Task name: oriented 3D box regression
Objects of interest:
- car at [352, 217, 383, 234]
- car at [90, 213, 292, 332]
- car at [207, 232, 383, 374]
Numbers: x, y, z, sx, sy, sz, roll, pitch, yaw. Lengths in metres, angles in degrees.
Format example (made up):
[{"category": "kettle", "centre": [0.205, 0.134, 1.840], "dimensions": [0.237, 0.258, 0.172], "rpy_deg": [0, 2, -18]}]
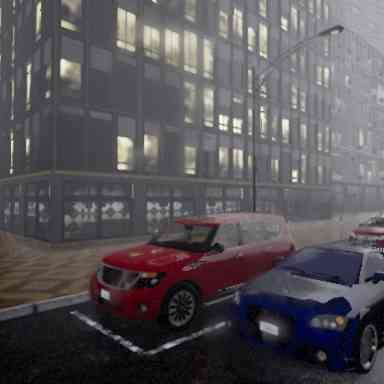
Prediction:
[{"category": "car", "centre": [8.571, 1.771, 14.847], "dimensions": [4.206, 1.307, 1.802], "rpy_deg": [0, -1, -42]}, {"category": "car", "centre": [0.385, 1.441, 7.362], "dimensions": [5.009, 1.841, 2.192], "rpy_deg": [0, -1, -42]}, {"category": "car", "centre": [2.495, 1.644, 5.793], "dimensions": [4.181, 1.385, 1.994], "rpy_deg": [0, -1, -42]}]
